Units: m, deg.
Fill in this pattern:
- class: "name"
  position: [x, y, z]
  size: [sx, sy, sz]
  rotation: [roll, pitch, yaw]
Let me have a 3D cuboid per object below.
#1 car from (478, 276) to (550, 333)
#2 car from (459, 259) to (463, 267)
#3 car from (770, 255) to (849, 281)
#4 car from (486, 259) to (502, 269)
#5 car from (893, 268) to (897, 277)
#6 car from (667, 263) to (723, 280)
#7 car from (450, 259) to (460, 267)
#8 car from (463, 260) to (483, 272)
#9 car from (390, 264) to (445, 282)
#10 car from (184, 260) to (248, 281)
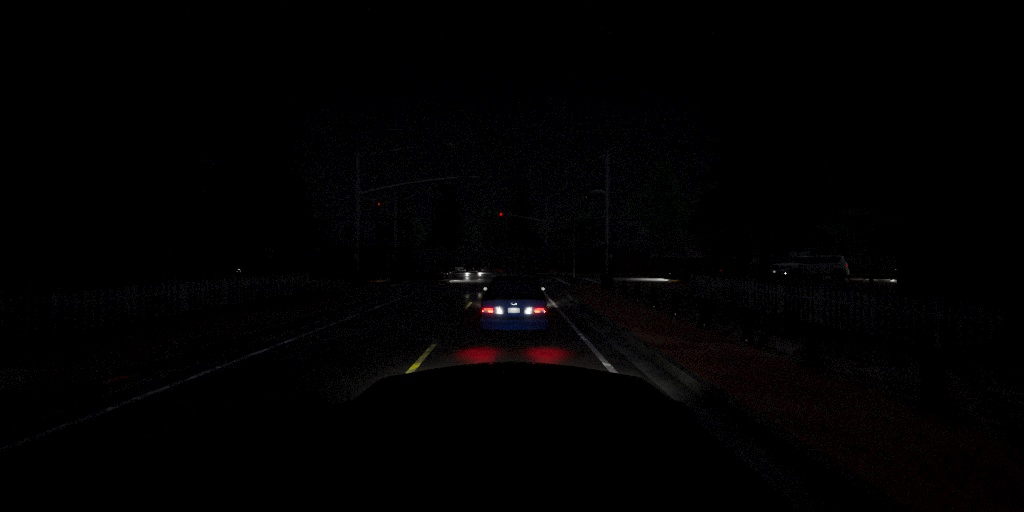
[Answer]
- class: "car"
  position: [0.062, 1.297, 10.754]
  size: [2.033, 1.411, 5.357]
  rotation: [0, 0, 0]
- class: "car"
  position: [-6.316, 1.263, 54.340]
  size: [2.033, 1.411, 5.357]
  rotation: [0, 0, -14]
- class: "car"
  position: [24.679, 0.956, 29.892]
  size: [5.566, 2.045, 2.150]
  rotation: [0, 0, 1]
- class: "car"
  position: [-2.774, 1.220, 55.435]
  size: [1.837, 1.490, 4.892]
  rotation: [0, 0, -13]
- class: "car"
  position: [34.525, 1.087, 29.584]
  size: [4.553, 1.767, 2.097]
  rotation: [0, 0, 2]
- class: "car"
  position: [15.314, 1.299, 30.171]
  size: [4.181, 1.385, 1.994]
  rotation: [0, 0, 2]
- class: "car"
  position: [-9.701, 1.263, 64.372]
  size: [2.033, 1.411, 5.357]
  rotation: [0, 0, -23]
- class: "car"
  position: [-4.779, 1.220, 44.682]
  size: [1.837, 1.490, 4.892]
  rotation: [0, 0, -6]
- class: "car"
  position: [-7.316, 1.298, 28.017]
  size: [4.181, 1.385, 1.994]
  rotation: [0, 0, -13]
- class: "car"
  position: [-22.245, 1.086, 27.567]
  size: [4.553, 1.767, 2.097]
  rotation: [0, 0, 2]
